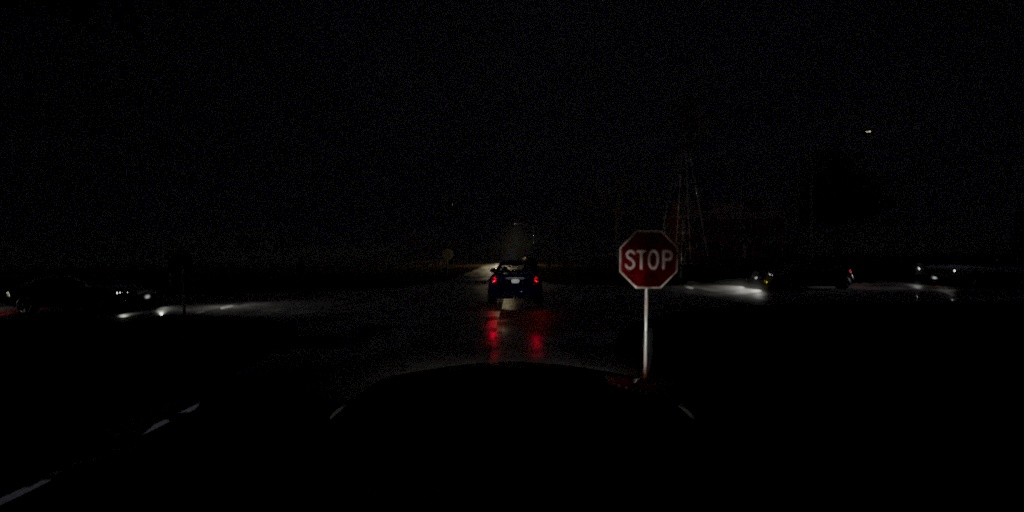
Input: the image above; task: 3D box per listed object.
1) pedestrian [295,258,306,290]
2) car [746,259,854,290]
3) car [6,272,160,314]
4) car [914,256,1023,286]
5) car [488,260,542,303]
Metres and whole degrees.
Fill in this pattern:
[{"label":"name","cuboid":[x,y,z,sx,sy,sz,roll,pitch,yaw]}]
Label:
[{"label":"pedestrian","cuboid":[-12.113,0.996,20.518,0.375,1.860,0.375,0,3,0]},{"label":"car","cuboid":[13.777,0.830,17.306,4.181,1.385,1.994,-1,2,1]},{"label":"car","cuboid":[-17.267,1.436,14.591,4.902,1.511,2.128,-1,2,1]},{"label":"car","cuboid":[22.550,0.692,17.235,4.718,1.301,1.895,-1,2,0]},{"label":"car","cuboid":[0.131,0.963,15.713,2.097,1.767,4.553,0,1,0]}]
